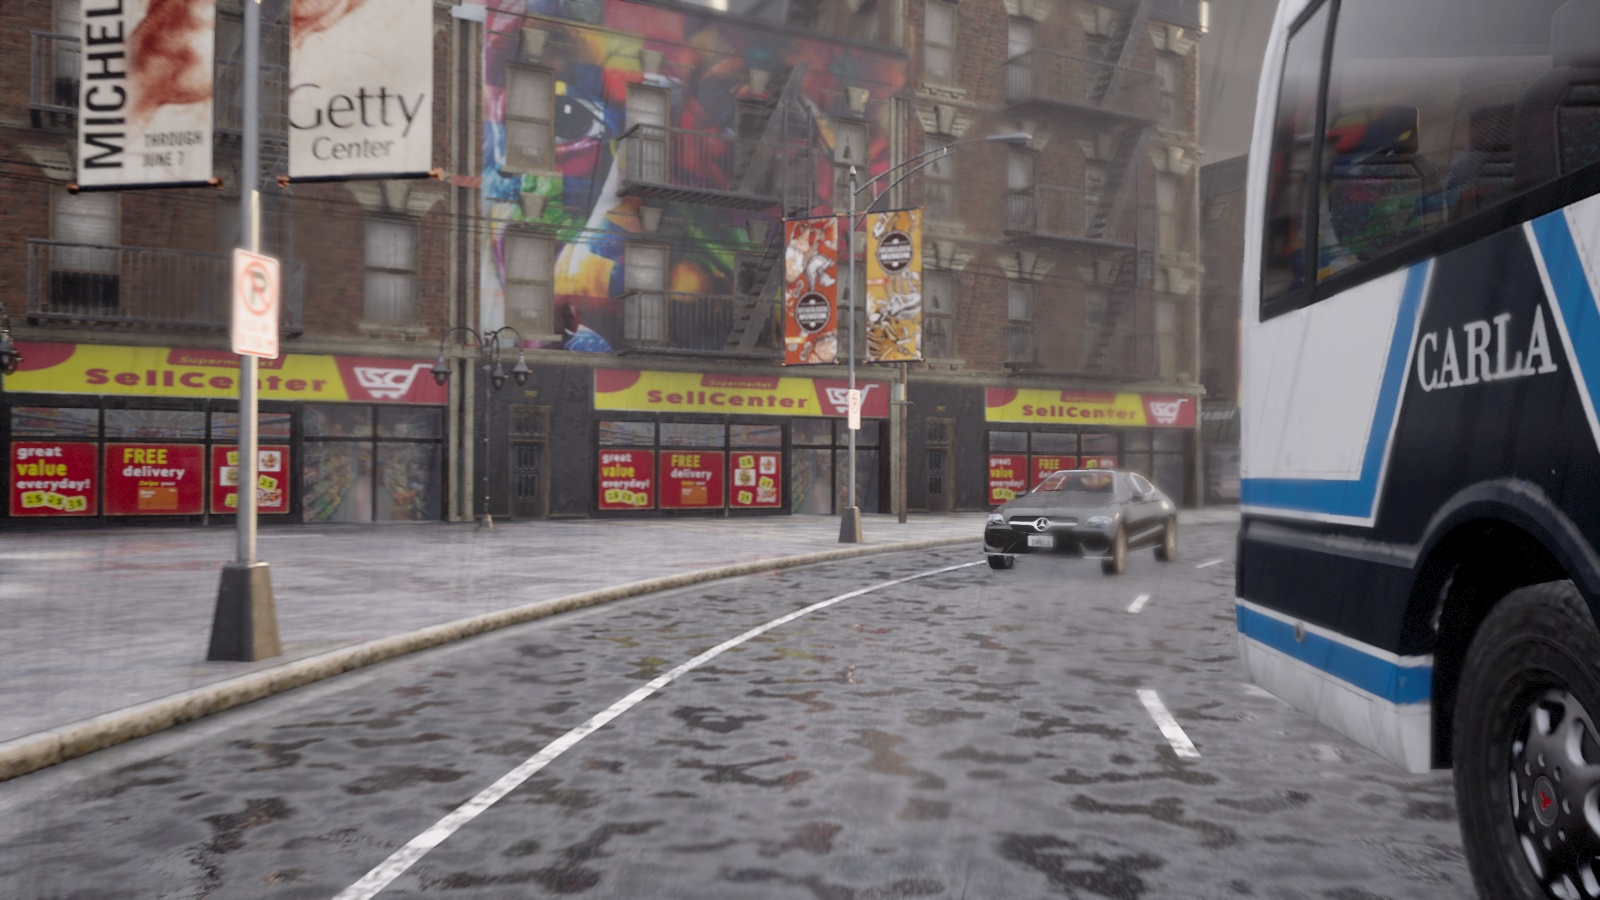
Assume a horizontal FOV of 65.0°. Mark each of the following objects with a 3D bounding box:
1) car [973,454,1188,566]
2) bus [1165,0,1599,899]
[{"bbox_3d":[4.875,0.933,21.198,2.152,1.651,5.027,-1,-1,29],"label":"car"},{"bbox_3d":[3.436,-0.558,0.905,3.944,4.253,10.273,0,-1,4],"label":"bus"}]
